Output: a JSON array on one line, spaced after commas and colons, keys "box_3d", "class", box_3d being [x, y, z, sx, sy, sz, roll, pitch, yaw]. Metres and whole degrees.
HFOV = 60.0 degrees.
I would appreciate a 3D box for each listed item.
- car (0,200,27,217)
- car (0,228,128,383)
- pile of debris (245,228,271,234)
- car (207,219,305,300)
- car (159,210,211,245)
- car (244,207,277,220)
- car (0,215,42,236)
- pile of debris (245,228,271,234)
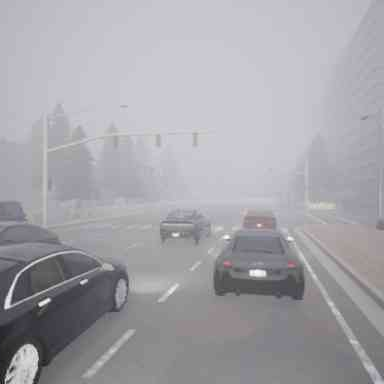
[{"box_3d": [-8.548, 1.320, 12.268, 2.150, 2.045, 5.566, 0, -1, 13], "class": "car"}, {"box_3d": [-2.481, 1.551, 5.054, 1.837, 1.490, 4.892, 0, 0, 9], "class": "car"}, {"box_3d": [4.098, 2.396, 20.655, 1.500, 0.140, 1.860, 0, -1, 12], "class": "pile of debris"}, {"box_3d": [1.742, 1.659, 8.804, 1.994, 1.385, 4.181, 0, 0, 11], "class": "car"}, {"box_3d": [-0.205, 1.660, 16.735, 2.128, 1.511, 4.902, 0, -1, 12], "class": "car"}, {"box_3d": [4.247, 1.700, 20.806, 1.882, 1.535, 5.008, 0, 0, 12], "class": "car"}, {"box_3d": [-5.584, 1.603, 9.399, 1.812, 1.442, 4.674, 0, -1, 12], "class": "car"}, {"box_3d": [4.098, 2.396, 20.655, 1.500, 0.140, 1.860, 0, -1, 12], "class": "pile of debris"}]
